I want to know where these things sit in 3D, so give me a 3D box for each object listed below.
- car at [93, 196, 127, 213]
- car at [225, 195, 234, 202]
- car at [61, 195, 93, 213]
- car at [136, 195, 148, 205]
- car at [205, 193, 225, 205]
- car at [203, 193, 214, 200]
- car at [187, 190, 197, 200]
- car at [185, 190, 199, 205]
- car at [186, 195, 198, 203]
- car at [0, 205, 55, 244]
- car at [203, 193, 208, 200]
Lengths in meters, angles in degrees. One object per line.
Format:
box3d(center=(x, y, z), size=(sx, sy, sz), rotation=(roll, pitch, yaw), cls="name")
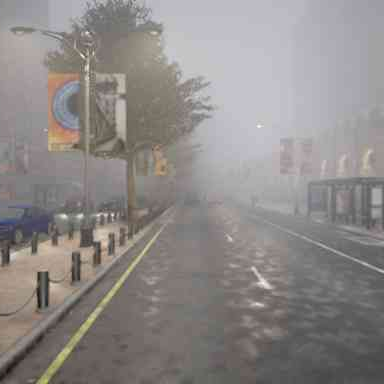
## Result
box3d(center=(-8.095, 1.357, 33.467), size=(1.994, 1.385, 4.181), rotation=(0, 0, 0), cls="car")
box3d(center=(6.748, 1.203, 63.659), size=(1.895, 1.301, 4.718), rotation=(0, 0, 0), cls="car")
box3d(center=(-11.594, 1.143, 33.918), size=(2.097, 1.767, 4.553), rotation=(0, 0, 0), cls="car")
box3d(center=(-8.066, 1.159, 51.709), size=(1.882, 1.535, 5.008), rotation=(0, 0, 0), cls="car")
box3d(center=(3.499, 1.289, 50.760), size=(1.895, 1.301, 4.718), rotation=(0, 0, 0), cls="car")
box3d(center=(3.498, 0.941, 71.117), size=(1.994, 1.385, 4.181), rotation=(0, 0, 0), cls="car")
box3d(center=(-0.002, 0.614, 71.144), size=(2.150, 2.045, 5.566), rotation=(0, 0, 0), cls="car")
box3d(center=(-0.001, 1.040, 50.782), size=(2.097, 1.767, 4.553), rotation=(0, 0, 0), cls="car")
box3d(center=(-0.001, 1.188, 61.074), size=(1.994, 1.385, 4.181), rotation=(0, 0, 0), cls="car")
box3d(center=(-8.101, 1.382, 15.382), size=(1.882, 1.535, 5.008), rotation=(0, 0, 0), cls="car")
box3d(center=(3.499, 1.102, 61.004), size=(1.882, 1.535, 5.008), rotation=(0, 0, 0), cls="car")
